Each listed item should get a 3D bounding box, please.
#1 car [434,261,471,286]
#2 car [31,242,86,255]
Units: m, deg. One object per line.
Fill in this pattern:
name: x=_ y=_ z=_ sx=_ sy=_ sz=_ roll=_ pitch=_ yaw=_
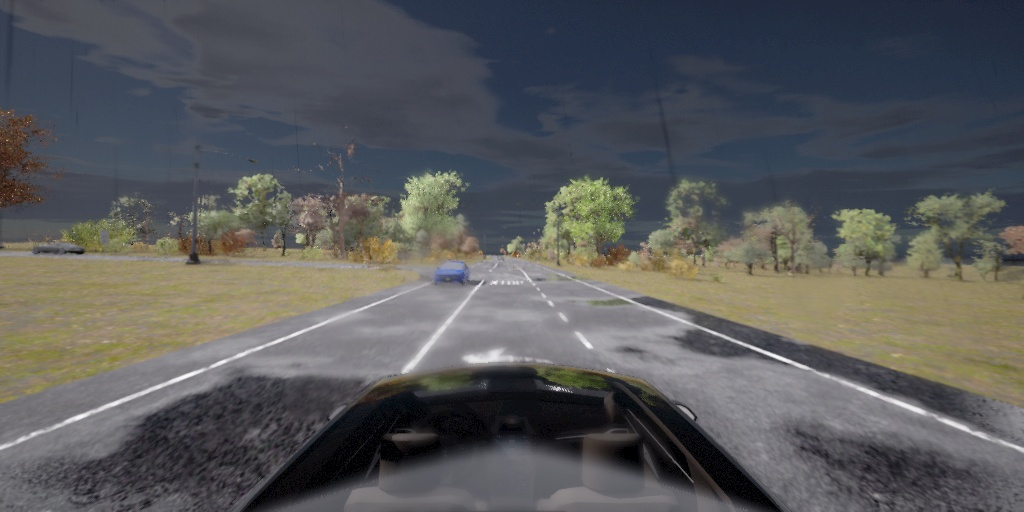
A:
car: x=-3.802 y=1.079 z=23.543 sx=1.882 sy=1.535 sz=5.008 roll=0 pitch=0 yaw=-1
car: x=-50.314 y=-0.849 z=39.828 sx=4.181 sy=1.385 sz=1.994 roll=2 pitch=0 yaw=-1
